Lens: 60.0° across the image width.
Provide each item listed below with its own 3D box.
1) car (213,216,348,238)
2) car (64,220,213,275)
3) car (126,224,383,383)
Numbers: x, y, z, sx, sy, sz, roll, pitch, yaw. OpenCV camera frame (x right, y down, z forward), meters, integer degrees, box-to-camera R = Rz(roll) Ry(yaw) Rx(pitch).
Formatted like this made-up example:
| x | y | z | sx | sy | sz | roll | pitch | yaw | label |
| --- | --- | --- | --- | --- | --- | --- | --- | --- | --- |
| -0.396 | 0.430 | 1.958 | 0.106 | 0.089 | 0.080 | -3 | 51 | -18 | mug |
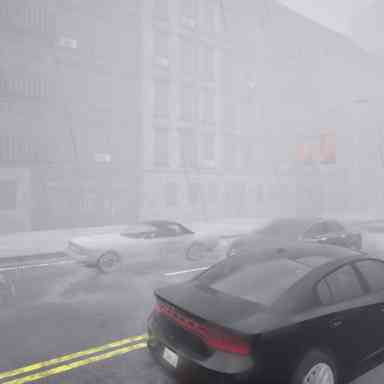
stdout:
| x | y | z | sx | sy | sz | roll | pitch | yaw | label |
| --- | --- | --- | --- | --- | --- | --- | --- | --- | --- |
| 3.183 | 1.503 | 9.914 | 4.892 | 1.490 | 1.837 | 0 | 0 | -35 | car |
| -1.482 | 1.600 | 10.594 | 4.718 | 1.301 | 1.895 | 0 | 0 | -35 | car |
| 1.815 | 1.477 | 4.720 | 5.008 | 1.535 | 1.882 | 0 | 0 | -35 | car |
